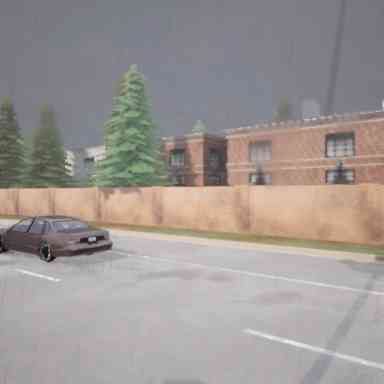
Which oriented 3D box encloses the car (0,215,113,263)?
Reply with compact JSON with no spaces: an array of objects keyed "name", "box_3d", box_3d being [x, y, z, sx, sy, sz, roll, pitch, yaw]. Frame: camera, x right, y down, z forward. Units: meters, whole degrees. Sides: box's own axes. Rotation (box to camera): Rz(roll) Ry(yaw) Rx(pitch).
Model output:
[{"name":"car","box_3d":[-5.224,1.547,12.012,5.357,1.411,2.033,0,0,35]}]
